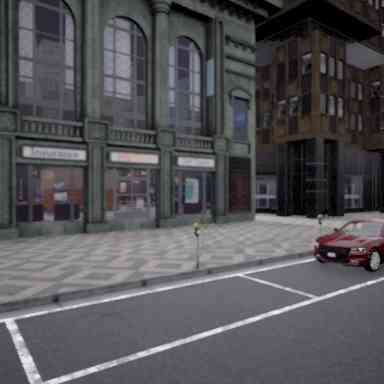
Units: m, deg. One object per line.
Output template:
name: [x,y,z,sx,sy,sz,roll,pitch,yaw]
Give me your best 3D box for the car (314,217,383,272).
car: [5.806,1.547,10.787,4.507,1.381,1.887,0,0,-35]
